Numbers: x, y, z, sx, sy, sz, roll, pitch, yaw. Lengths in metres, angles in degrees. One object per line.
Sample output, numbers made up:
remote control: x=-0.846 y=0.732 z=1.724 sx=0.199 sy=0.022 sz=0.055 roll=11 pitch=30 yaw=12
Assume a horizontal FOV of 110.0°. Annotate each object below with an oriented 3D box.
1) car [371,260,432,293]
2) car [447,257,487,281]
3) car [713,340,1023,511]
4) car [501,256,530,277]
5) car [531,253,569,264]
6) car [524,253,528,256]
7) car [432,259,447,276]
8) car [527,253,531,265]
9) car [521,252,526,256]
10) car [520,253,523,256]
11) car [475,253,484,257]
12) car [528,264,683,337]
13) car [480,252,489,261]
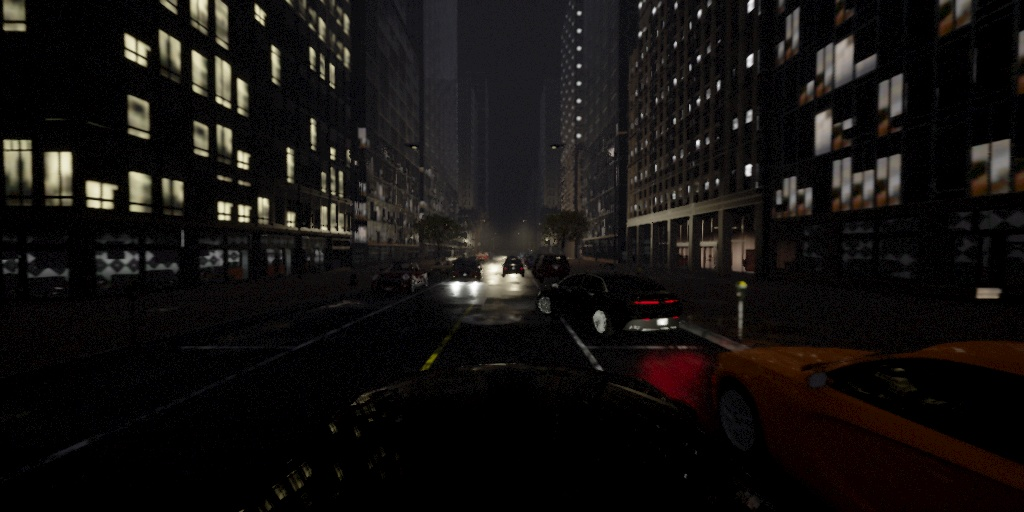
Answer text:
car: x=-5.694 y=0.971 z=18.532 sx=1.967 sy=1.591 sz=4.097 roll=0 pitch=0 yaw=0
car: x=-3.099 y=1.005 z=25.538 sx=1.994 sy=1.385 sz=4.181 roll=0 pitch=1 yaw=0
car: x=3.140 y=1.225 z=1.940 sx=1.882 sy=1.535 sz=5.008 roll=0 pitch=1 yaw=0
car: x=0.086 y=0.939 z=29.394 sx=2.033 sy=1.411 sz=5.357 roll=0 pitch=1 yaw=-1
car: x=2.685 y=0.773 z=24.217 sx=2.192 sy=1.841 sz=5.009 roll=0 pitch=0 yaw=0
car: x=2.682 y=0.676 z=41.267 sx=1.967 sy=1.591 sz=4.097 roll=0 pitch=0 yaw=0
car: x=-5.696 y=0.909 z=29.729 sx=1.751 sy=1.417 sz=4.829 roll=0 pitch=0 yaw=0
car: x=2.684 y=0.699 z=29.901 sx=2.192 sy=1.841 sz=5.009 roll=0 pitch=0 yaw=0
car: x=2.679 y=0.527 z=52.633 sx=1.967 sy=1.591 sz=4.097 roll=0 pitch=0 yaw=0
car: x=0.055 y=0.699 z=44.588 sx=1.837 sy=1.490 sz=4.892 roll=0 pitch=1 yaw=0
car: x=-5.701 y=0.637 z=52.632 sx=2.007 sy=1.370 sz=4.403 roll=0 pitch=0 yaw=0
car: x=2.394 y=1.148 z=10.079 sx=1.837 sy=1.490 sz=4.892 roll=0 pitch=1 yaw=-22
car: x=-5.703 y=0.377 z=63.998 sx=1.967 sy=1.591 sz=4.097 roll=0 pitch=0 yaw=0
